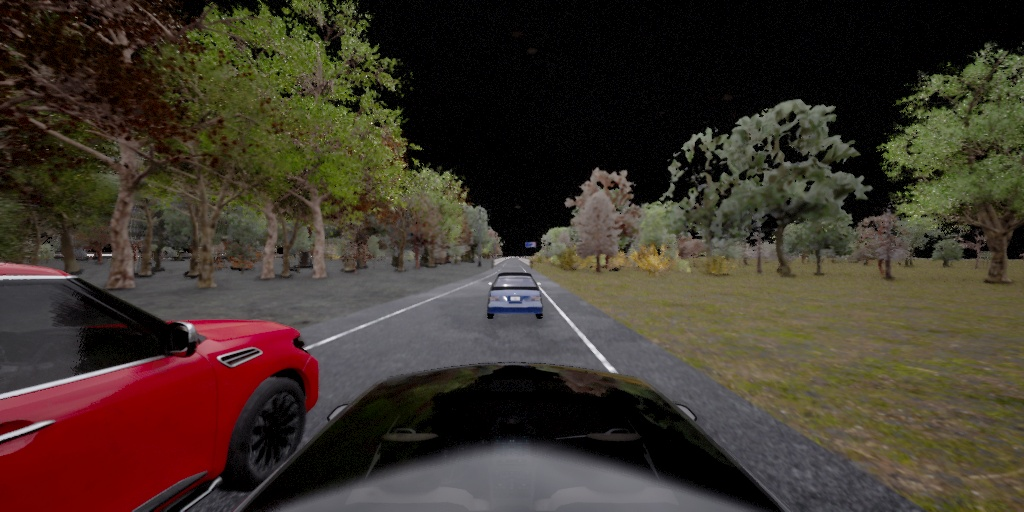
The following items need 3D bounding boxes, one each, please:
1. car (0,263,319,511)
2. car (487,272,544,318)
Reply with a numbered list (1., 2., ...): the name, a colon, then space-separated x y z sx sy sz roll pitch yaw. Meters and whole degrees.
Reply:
1. car: -3.176 0.971 1.443 2.150 2.045 5.566 0 0 2
2. car: 0.094 1.300 13.022 2.033 1.411 5.357 0 0 0
